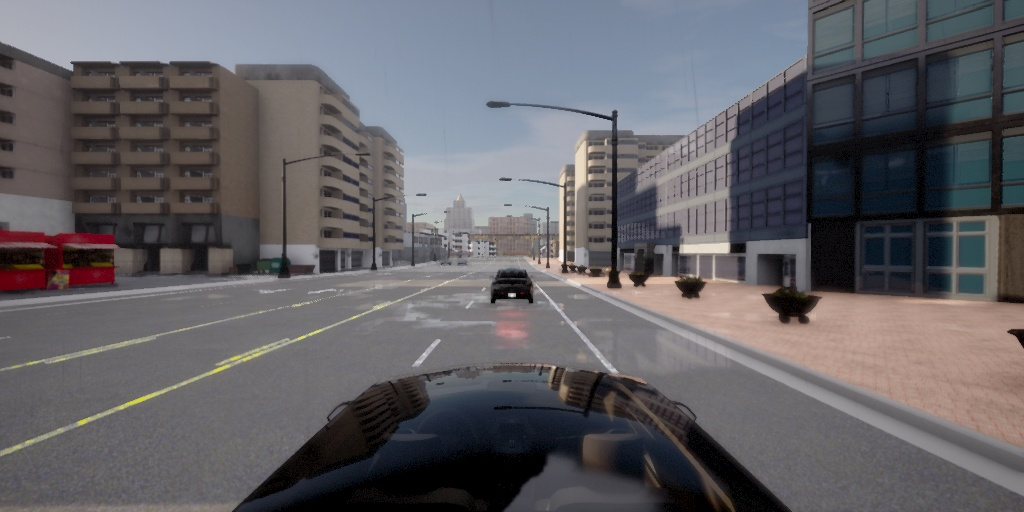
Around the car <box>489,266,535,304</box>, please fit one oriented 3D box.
[{"bbox_3d":[0.003,1.299,16.505,1.837,1.490,4.892,0,0,0],"label":"car"}]
